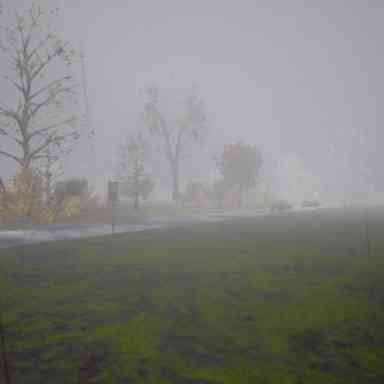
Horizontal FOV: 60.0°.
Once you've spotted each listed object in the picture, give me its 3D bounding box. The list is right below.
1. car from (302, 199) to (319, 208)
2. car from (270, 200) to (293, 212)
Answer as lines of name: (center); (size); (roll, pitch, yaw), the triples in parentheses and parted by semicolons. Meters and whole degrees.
car: (20.192, 1.942, 56.649); (2.128, 1.511, 4.902); (0, 0, 36)
car: (12.359, 1.865, 45.721); (1.837, 1.490, 4.892); (0, -1, 36)
